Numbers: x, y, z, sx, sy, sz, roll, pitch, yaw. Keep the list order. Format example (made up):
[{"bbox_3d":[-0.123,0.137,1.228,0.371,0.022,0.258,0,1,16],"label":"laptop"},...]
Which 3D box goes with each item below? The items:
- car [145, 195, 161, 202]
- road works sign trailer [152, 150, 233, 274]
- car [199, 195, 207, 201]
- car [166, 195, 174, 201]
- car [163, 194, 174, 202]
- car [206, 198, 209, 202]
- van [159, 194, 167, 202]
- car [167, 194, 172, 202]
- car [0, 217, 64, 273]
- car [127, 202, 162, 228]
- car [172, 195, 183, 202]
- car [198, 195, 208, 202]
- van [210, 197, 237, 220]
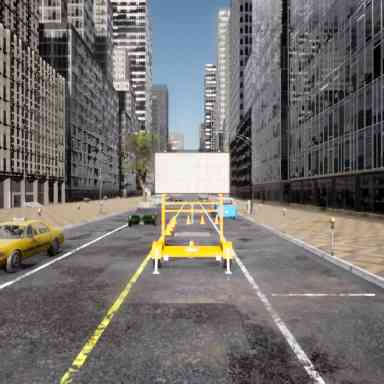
[{"bbox_3d":[-5.651,1.531,44.684,1.752,1.417,4.829,0,0,0],"label":"car"},{"bbox_3d":[0.009,0.465,10.577,2.380,3.560,2.880,0,0,0],"label":"road works sign trailer"},{"bbox_3d":[2.768,1.561,84.521,1.887,1.381,4.507,0,0,0],"label":"car"},{"bbox_3d":[-5.613,1.541,84.360,1.752,1.417,4.829,0,0,0],"label":"car"},{"bbox_3d":[-5.618,1.330,78.862,2.192,1.841,5.009,0,0,0],"label":"car"},{"bbox_3d":[2.719,1.529,33.678,1.752,1.417,4.829,0,0,0],"label":"car"},{"bbox_3d":[-5.640,1.350,56.190,1.690,1.788,3.998,0,0,0],"label":"van"},{"bbox_3d":[-5.628,1.562,67.526,2.008,1.369,4.403,0,0,0],"label":"car"},{"bbox_3d":[-5.683,1.526,10.676,1.752,1.417,4.829,0,0,0],"label":"car"},{"bbox_3d":[-3.079,1.602,22.532,1.895,1.301,4.718,0,0,0],"label":"car"},{"bbox_3d":[-2.932,1.560,72.826,2.033,1.411,5.357,0,0,0],"label":"car"},{"bbox_3d":[2.757,1.564,73.185,2.008,1.369,4.403,0,0,0],"label":"car"},{"bbox_3d":[2.713,1.344,27.841,1.690,1.788,3.998,0,0,0],"label":"van"}]
